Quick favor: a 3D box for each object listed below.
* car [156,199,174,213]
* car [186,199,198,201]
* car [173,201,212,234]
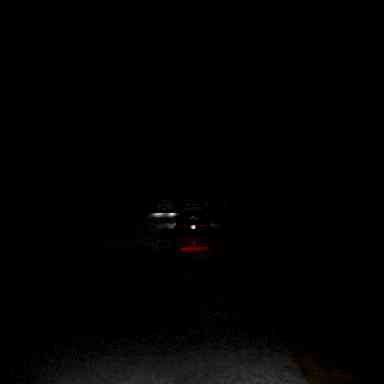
[{"bbox_3d":[-2.965,1.568,37.830,1.812,1.442,4.674,0,0,0],"label":"car"},{"bbox_3d":[-0.013,1.526,36.546,2.128,1.511,4.902,0,0,0],"label":"car"},{"bbox_3d":[0.064,1.499,19.099,1.837,1.490,4.892,0,0,0],"label":"car"}]
